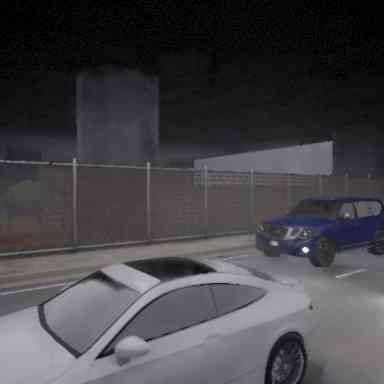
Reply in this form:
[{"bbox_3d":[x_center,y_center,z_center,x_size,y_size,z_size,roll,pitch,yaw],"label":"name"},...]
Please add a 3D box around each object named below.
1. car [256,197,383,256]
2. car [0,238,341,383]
[{"bbox_3d":[4.739,1.210,11.568,5.566,2.045,2.150,0,0,-35],"label":"car"},{"bbox_3d":[-0.525,1.524,3.595,4.674,1.442,1.812,0,0,-35],"label":"car"}]
